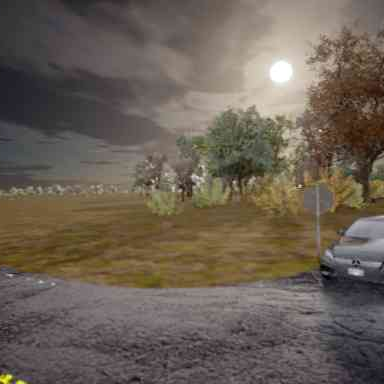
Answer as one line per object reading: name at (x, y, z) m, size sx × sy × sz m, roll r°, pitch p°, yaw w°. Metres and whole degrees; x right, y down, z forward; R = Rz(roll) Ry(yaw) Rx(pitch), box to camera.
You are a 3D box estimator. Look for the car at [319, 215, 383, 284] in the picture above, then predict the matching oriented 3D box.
car at (4.989, 1.365, 8.684) m, size 1.812 × 1.442 × 4.674 m, roll -1°, pitch 0°, yaw 42°
